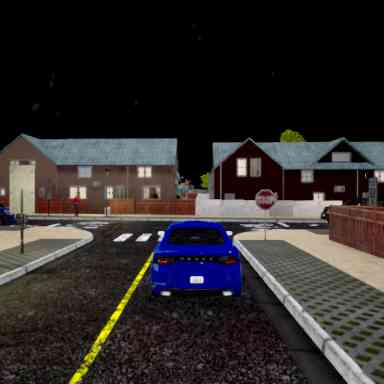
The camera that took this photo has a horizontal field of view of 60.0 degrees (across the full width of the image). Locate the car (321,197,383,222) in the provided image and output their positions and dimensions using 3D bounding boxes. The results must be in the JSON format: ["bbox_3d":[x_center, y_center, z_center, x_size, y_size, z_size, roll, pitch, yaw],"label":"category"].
[{"bbox_3d":[12.146,1.350,23.633,5.566,2.045,2.150,1,0,1],"label":"car"}]

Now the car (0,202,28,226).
[{"bbox_3d":[-12.957,1.236,21.147,4.553,1.767,2.097,1,0,3],"label":"car"}]

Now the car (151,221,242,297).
[{"bbox_3d":[0.086,1.477,8.644,1.882,1.535,5.008,0,0,0],"label":"car"}]

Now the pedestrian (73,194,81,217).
[{"bbox_3d":[-9.398,1.053,27.014,0.375,1.860,0.375,0,0,1],"label":"pedestrian"}]
